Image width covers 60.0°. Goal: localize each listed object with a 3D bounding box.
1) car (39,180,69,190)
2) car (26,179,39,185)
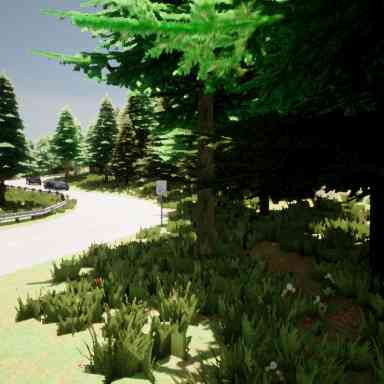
[{"bbox_3d":[-18.827,-0.986,46.137,4.181,1.385,1.994,6,4,40],"label":"car"},{"bbox_3d":[-25.451,-1.912,53.406,1.837,1.490,4.892,0,5,-33],"label":"car"}]
